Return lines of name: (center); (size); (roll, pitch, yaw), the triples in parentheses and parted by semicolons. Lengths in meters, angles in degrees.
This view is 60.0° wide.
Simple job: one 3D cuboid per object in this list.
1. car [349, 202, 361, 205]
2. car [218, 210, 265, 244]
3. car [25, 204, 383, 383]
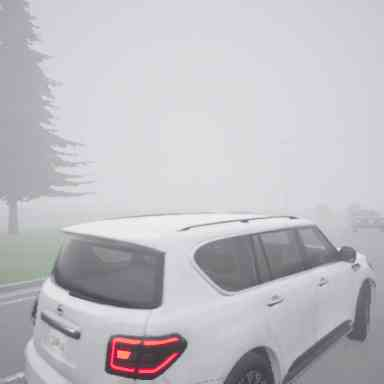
car: (19.875, 2.039, 40.550); (1.837, 1.490, 4.892); (-1, -1, 27)
car: (2.972, 1.835, 18.936); (1.837, 1.490, 4.892); (-1, -1, 18)
car: (0.750, 1.308, 4.644); (2.150, 2.045, 5.566); (-1, -1, 43)
